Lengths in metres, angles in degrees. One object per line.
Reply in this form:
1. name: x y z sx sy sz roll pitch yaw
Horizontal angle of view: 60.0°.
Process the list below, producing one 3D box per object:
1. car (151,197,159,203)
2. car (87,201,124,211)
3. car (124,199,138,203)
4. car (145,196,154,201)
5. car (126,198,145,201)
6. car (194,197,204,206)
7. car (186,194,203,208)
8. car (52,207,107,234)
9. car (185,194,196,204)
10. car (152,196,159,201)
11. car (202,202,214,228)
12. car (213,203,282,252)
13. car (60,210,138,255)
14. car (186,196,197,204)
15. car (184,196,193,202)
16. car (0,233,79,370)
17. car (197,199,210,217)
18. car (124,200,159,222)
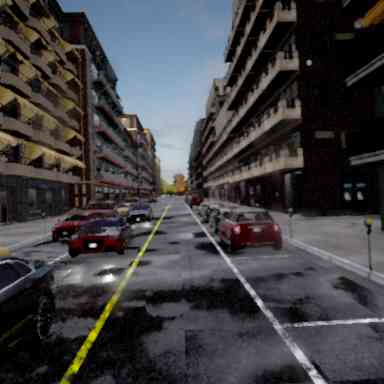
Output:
1. car: -9.467 2.022 85.542 1.802 1.307 4.206 -2 0 -3
2. car: -6.678 1.598 24.360 2.192 1.841 5.009 -2 0 -3
3. car: -7.174 1.835 35.313 1.752 1.417 4.829 -2 0 -3
4. car: -8.197 1.932 57.732 1.947 1.339 4.313 -2 0 -3
5. car: -7.441 1.639 41.046 2.192 1.841 5.009 -2 0 -3
6. car: 1.432 1.482 30.441 1.752 1.417 4.829 -2 0 -3
7. car: 0.671 1.313 46.958 2.192 1.841 5.009 -2 0 -3
8. car: -6.418 1.815 18.797 1.887 1.381 4.507 -2 0 -3
9. car: -0.346 1.371 69.205 2.192 1.841 5.009 -2 0 -3
10. car: -8.966 1.725 74.418 2.192 1.841 5.009 -2 0 -3
11. car: 1.948 1.481 19.147 2.008 1.369 4.403 -2 0 -3
12. car: 2.200 1.358 13.585 1.967 1.590 4.097 -2 0 -3
13. car: -3.609 1.718 13.800 1.994 1.385 4.181 -2 0 -3
14. car: -0.085 1.586 63.643 1.887 1.381 4.507 -2 0 -3
15. car: -0.847 1.651 80.330 1.947 1.339 4.313 -2 0 -3
16. car: -3.154 1.624 3.792 2.128 1.511 4.902 -2 0 -3
17. car: 1.694 1.494 24.709 2.008 1.369 4.403 -2 0 -3
18. car: -4.242 1.734 28.123 2.033 1.411 5.357 -2 0 -2
